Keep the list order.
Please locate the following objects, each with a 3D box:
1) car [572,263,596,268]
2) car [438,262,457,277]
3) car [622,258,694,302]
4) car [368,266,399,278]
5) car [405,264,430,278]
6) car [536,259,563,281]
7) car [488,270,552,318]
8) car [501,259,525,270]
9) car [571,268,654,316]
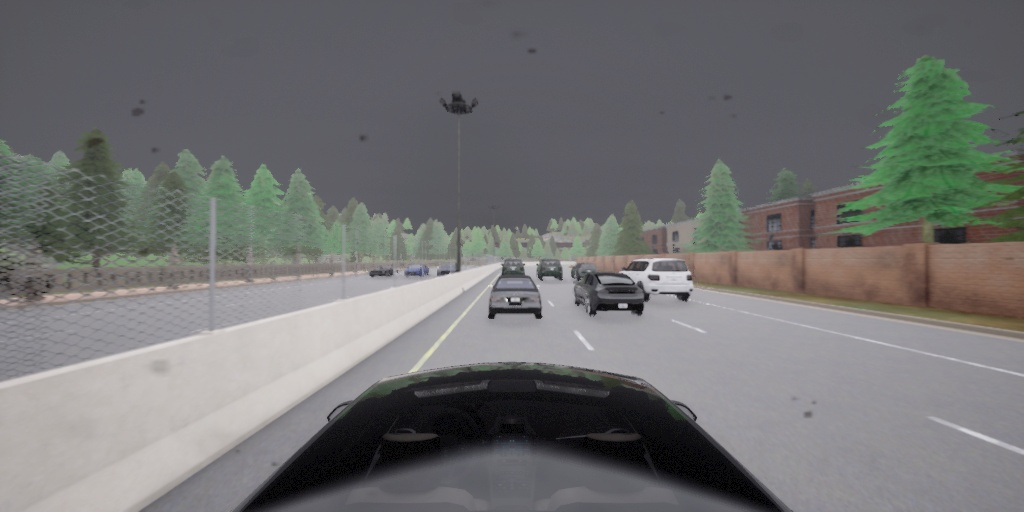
[{"bbox_3d":[7.108,1.444,35.282,2.097,1.767,4.553,0,-1,0],"label":"car"},{"bbox_3d":[-7.076,1.500,40.944,2.097,1.767,4.553,0,0,0],"label":"car"},{"bbox_3d":[7.104,1.143,18.400,2.150,2.045,5.566,0,0,0],"label":"car"},{"bbox_3d":[-14.082,1.735,39.496,1.895,1.301,4.718,0,-1,0],"label":"car"},{"bbox_3d":[-10.578,1.621,40.387,1.882,1.535,5.008,0,-1,0],"label":"car"},{"bbox_3d":[3.607,1.313,35.072,2.150,2.045,5.566,0,0,0],"label":"car"},{"bbox_3d":[0.102,1.418,13.522,2.033,1.411,5.357,0,-1,0],"label":"car"},{"bbox_3d":[0.106,1.317,35.464,2.150,2.045,5.566,0,0,0],"label":"car"},{"bbox_3d":[3.604,1.382,14.064,1.837,1.490,4.892,0,0,0],"label":"car"}]
